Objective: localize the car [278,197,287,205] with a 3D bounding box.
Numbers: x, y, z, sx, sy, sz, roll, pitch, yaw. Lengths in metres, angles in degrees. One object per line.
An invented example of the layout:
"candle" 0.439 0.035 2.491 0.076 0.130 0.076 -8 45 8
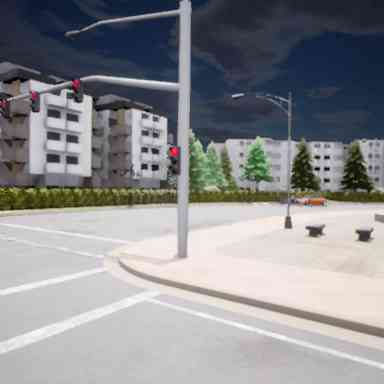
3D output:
"car" 15.136 1.243 49.578 4.892 1.490 1.837 1 0 -25

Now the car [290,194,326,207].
"car" 16.402 1.136 46.297 4.553 1.767 2.097 0 1 -25
